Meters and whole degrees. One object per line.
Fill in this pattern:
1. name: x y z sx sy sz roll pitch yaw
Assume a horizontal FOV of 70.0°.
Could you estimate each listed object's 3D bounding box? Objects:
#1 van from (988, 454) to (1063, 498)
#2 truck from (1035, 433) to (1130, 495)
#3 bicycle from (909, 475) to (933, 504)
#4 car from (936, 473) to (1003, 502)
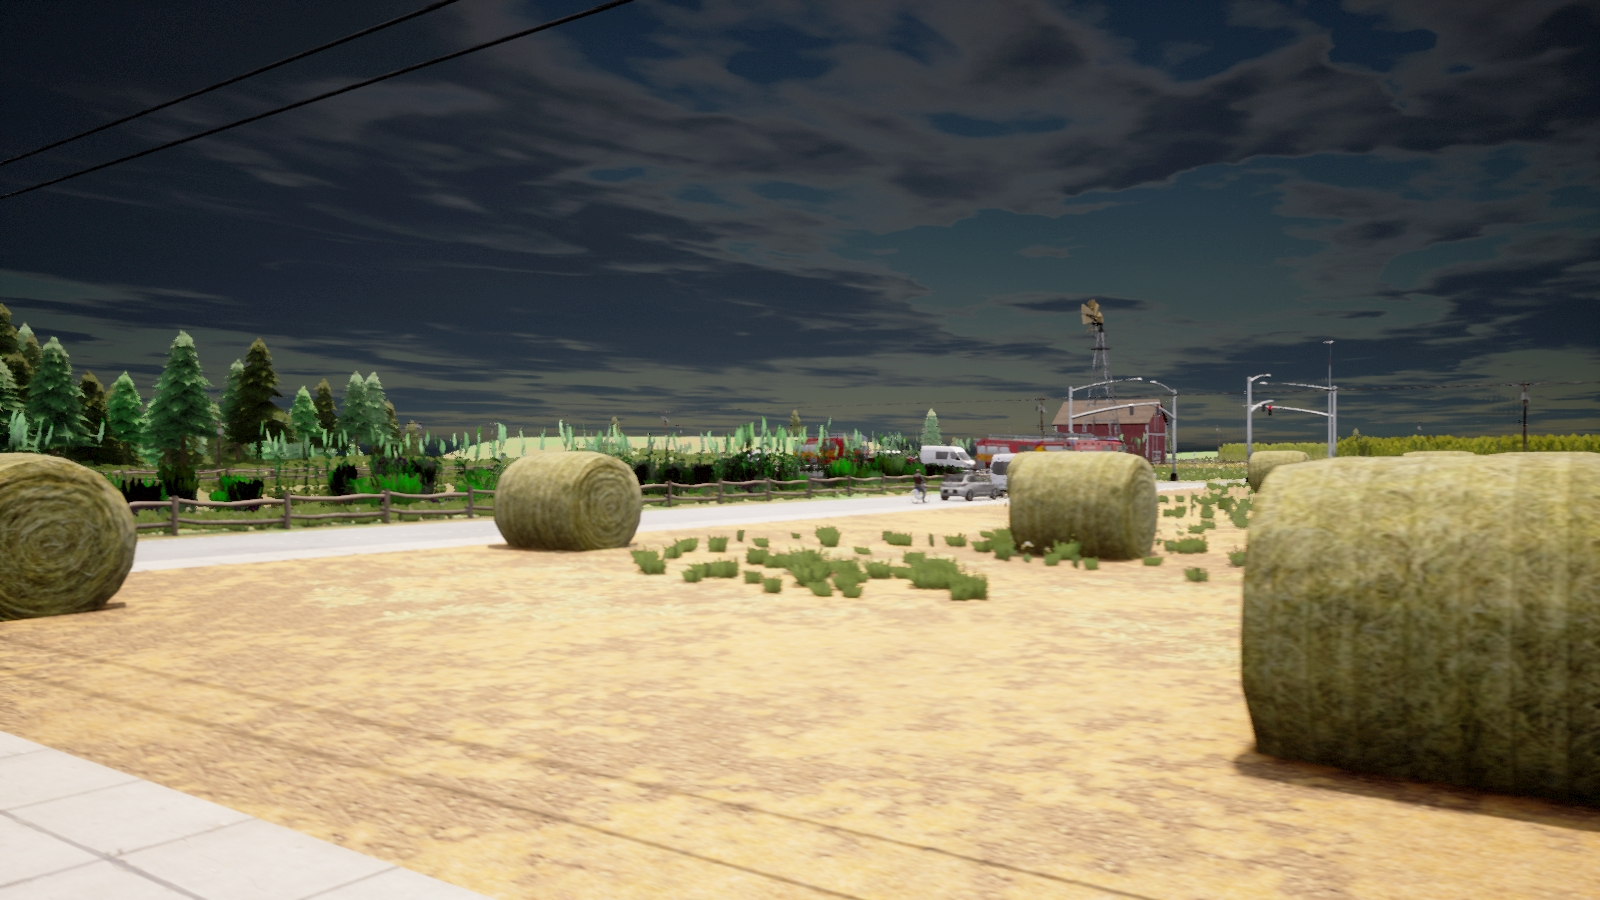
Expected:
1. van: 13.561 1.500 68.458 1.988 2.561 5.915 0 0 38
2. truck: 18.637 0.856 75.006 2.891 3.827 8.468 0 0 38
3. bicycle: 6.268 2.025 59.092 0.329 1.471 1.835 0 0 38
4. car: 9.366 2.031 63.057 1.816 1.474 4.193 0 0 38
